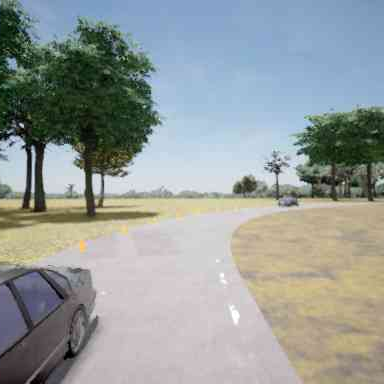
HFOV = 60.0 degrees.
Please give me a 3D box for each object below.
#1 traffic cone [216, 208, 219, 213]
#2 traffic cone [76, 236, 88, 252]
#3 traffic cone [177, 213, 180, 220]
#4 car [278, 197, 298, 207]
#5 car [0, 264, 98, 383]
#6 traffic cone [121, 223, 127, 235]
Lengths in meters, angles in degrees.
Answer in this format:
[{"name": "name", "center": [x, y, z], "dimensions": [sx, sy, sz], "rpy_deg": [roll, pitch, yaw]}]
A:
[{"name": "traffic cone", "center": [2.922, 2.027, 37.662], "dimensions": [0.340, 0.580, 0.340], "rpy_deg": [0, 0, 28]}, {"name": "traffic cone", "center": [-4.249, 1.992, 12.838], "dimensions": [0.340, 0.580, 0.340], "rpy_deg": [0, 0, 4]}, {"name": "traffic cone", "center": [-1.176, 2.019, 28.106], "dimensions": [0.340, 0.580, 0.340], "rpy_deg": [0, 0, 18]}, {"name": "car", "center": [14.842, 1.528, 51.326], "dimensions": [2.128, 1.511, 4.902], "rpy_deg": [-1, 0, 38]}, {"name": "car", "center": [-2.455, 1.558, 3.271], "dimensions": [2.033, 1.411, 5.357], "rpy_deg": [0, 0, 0]}, {"name": "traffic cone", "center": [-3.647, 2.002, 18.006], "dimensions": [0.340, 0.580, 0.340], "rpy_deg": [0, 0, 9]}]
